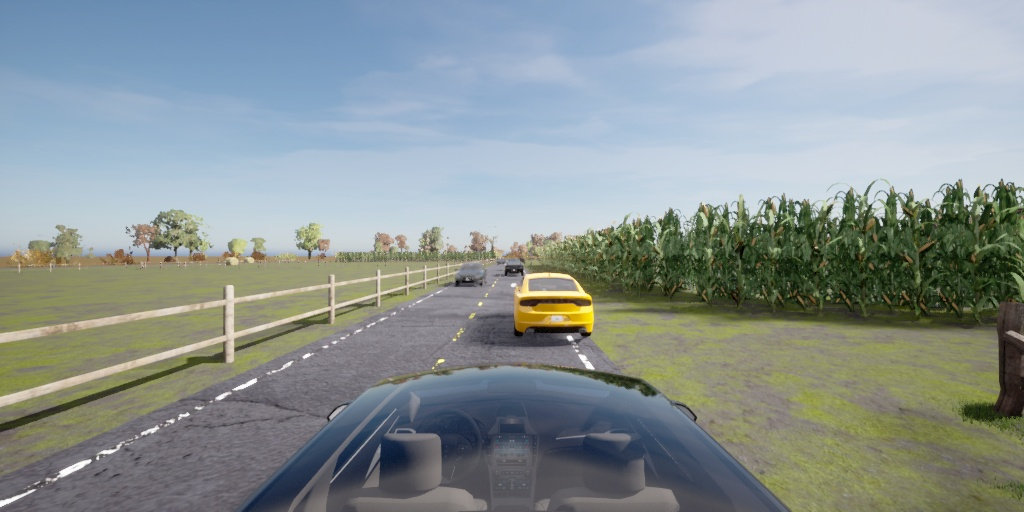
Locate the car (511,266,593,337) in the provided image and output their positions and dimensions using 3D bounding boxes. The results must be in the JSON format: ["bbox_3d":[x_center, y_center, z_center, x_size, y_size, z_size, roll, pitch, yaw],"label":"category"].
[{"bbox_3d":[1.000,1.227,10.363,1.882,1.535,5.008,0,0,0],"label":"car"}]

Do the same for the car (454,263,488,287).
[{"bbox_3d":[-2.745,1.254,24.708,1.837,1.490,4.892,0,0,0],"label":"car"}]

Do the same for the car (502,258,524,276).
[{"bbox_3d":[0.238,1.227,37.685,1.882,1.535,5.008,0,0,1],"label":"car"}]
